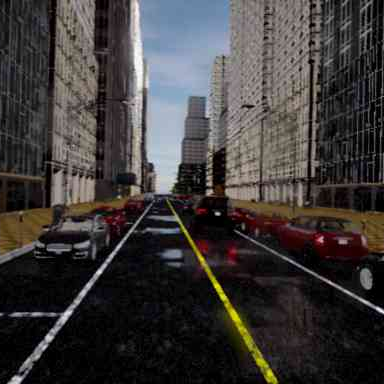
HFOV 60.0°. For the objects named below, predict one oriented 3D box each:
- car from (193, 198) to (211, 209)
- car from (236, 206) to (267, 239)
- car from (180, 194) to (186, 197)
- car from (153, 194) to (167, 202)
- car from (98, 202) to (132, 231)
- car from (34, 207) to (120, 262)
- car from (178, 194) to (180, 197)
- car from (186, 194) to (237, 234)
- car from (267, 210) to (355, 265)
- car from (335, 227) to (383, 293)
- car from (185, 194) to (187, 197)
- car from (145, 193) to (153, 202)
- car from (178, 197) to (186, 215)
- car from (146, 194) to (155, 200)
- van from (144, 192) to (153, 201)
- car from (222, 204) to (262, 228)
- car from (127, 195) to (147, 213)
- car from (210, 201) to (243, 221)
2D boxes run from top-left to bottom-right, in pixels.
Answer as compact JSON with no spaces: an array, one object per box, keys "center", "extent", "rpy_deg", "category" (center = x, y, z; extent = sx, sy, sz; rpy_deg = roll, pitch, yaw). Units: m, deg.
[{"center":[1.363,1.554,46.124],"extent":[1.947,1.339,4.313],"rpy_deg":[2,0,-5],"category":"car"},{"center":[3.940,1.634,17.797],"extent":[1.887,1.381,4.507],"rpy_deg":[2,0,-5],"category":"car"},{"center":[-0.691,1.226,68.786],"extent":[2.192,1.841,5.009],"rpy_deg":[2,0,-5],"category":"car"},{"center":[-6.110,1.114,65.477],"extent":[2.097,1.767,4.553],"rpy_deg":[2,0,-5],"category":"car"},{"center":[-4.405,1.400,17.059],"extent":[1.887,1.381,4.507],"rpy_deg":[2,0,-5],"category":"car"},{"center":[-3.890,1.428,11.394],"extent":[2.008,1.369,4.403],"rpy_deg":[2,0,-5],"category":"car"},{"center":[-2.762,1.422,91.449],"extent":[1.802,1.307,4.206],"rpy_deg":[2,0,-5],"category":"car"},{"center":[1.094,1.225,19.725],"extent":[2.150,2.045,5.566],"rpy_deg":[2,0,-5],"category":"car"},{"center":[4.458,1.550,12.130],"extent":[1.967,1.590,4.097],"rpy_deg":[2,0,-5],"category":"car"},{"center":[4.970,1.682,6.466],"extent":[2.008,1.369,4.403],"rpy_deg":[2,0,-5],"category":"car"},{"center":[0.318,1.474,57.624],"extent":[1.752,1.417,4.829],"rpy_deg":[2,0,-5],"category":"car"},{"center":[-9.044,1.229,68.050],"extent":[2.008,1.369,4.403],"rpy_deg":[2,0,-5],"category":"car"},{"center":[-0.159,1.505,33.560],"extent":[2.033,1.411,5.357],"rpy_deg":[2,0,-5],"category":"car"},{"center":[-10.590,1.175,85.048],"extent":[2.008,1.369,4.403],"rpy_deg":[2,0,-5],"category":"car"},{"center":[-9.551,1.001,73.716],"extent":[1.690,1.788,3.998],"rpy_deg":[2,0,-5],"category":"van"},{"center":[3.423,1.650,23.462],"extent":[1.802,1.307,4.206],"rpy_deg":[2,0,-5],"category":"car"},{"center":[-5.951,1.339,34.056],"extent":[1.887,1.381,4.507],"rpy_deg":[2,0,-5],"category":"car"},{"center":[2.909,1.598,29.128],"extent":[2.008,1.369,4.403],"rpy_deg":[2,0,-5],"category":"car"}]
